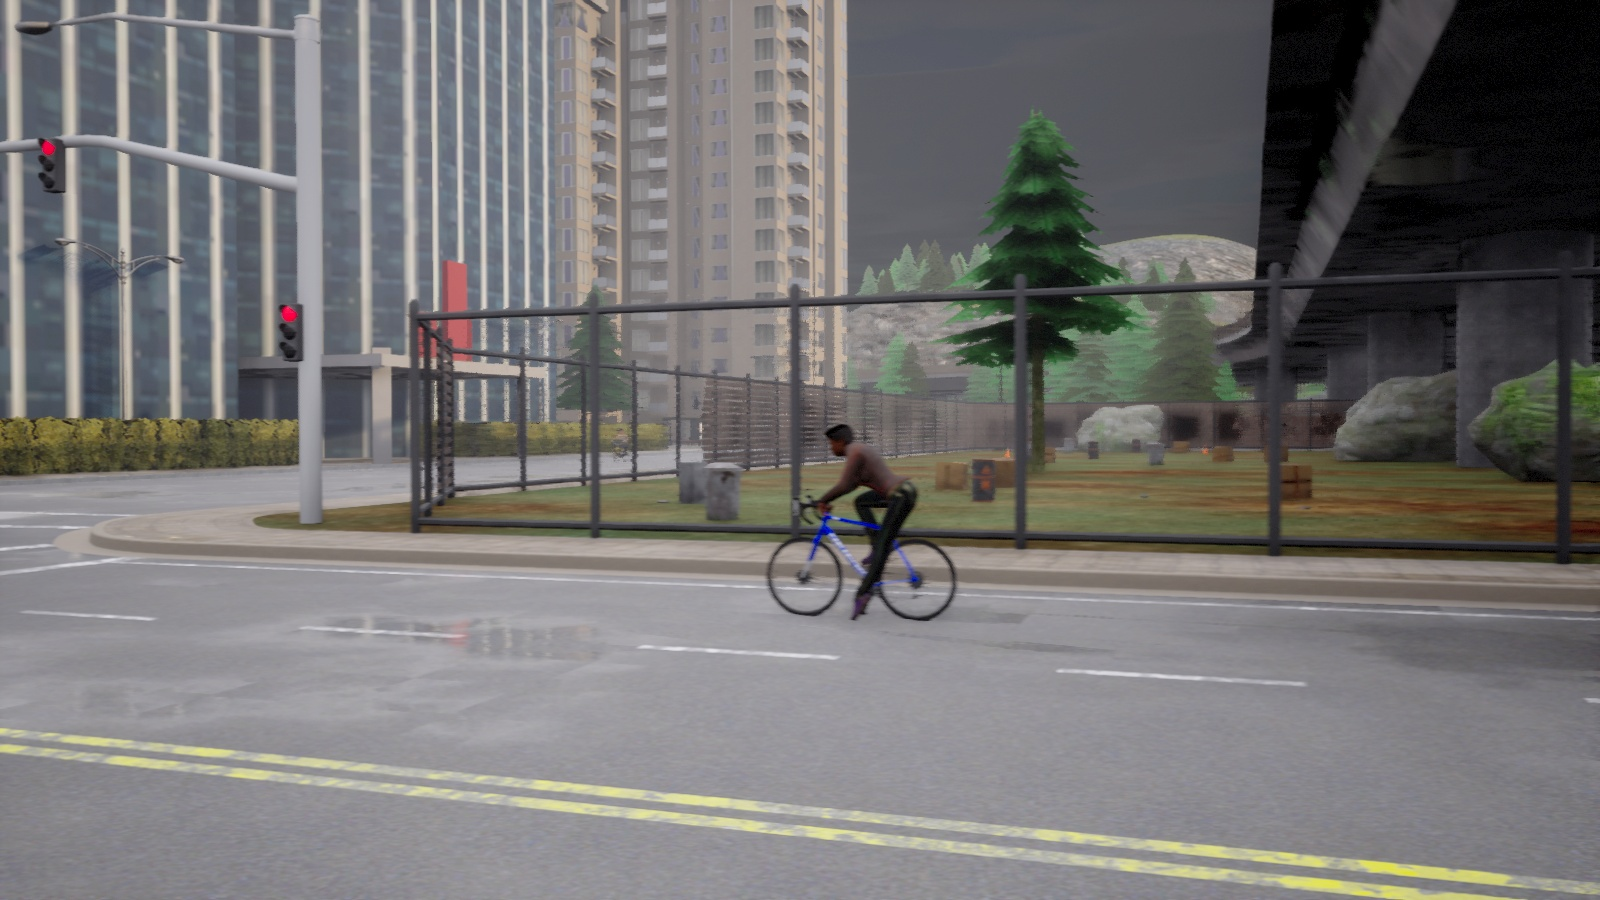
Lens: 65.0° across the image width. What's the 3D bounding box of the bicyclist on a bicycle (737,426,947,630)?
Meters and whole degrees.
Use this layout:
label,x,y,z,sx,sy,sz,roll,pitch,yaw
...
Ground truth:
label,x,y,z,sx,sy,sz,roll,pitch,yaw
bicyclist on a bicycle,0.353,0.613,10.475,1.656,1.620,0.582,0,1,18
